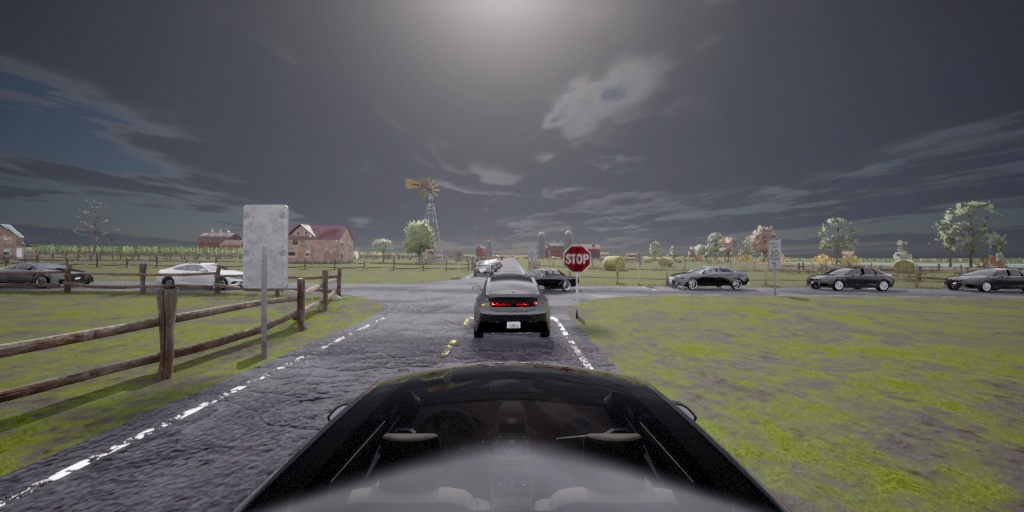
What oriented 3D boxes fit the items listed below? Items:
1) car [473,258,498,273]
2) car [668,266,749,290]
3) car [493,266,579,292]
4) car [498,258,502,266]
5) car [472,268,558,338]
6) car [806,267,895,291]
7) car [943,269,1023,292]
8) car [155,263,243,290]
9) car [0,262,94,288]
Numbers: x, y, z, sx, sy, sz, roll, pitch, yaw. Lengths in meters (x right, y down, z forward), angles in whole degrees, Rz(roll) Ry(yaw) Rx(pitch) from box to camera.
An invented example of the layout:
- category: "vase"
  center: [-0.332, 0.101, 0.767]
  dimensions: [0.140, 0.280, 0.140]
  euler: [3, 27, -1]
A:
- category: "car"
  center: [-2.838, 1.243, 36.913]
  dimensions: [2.128, 1.511, 4.902]
  euler: [0, 0, 0]
- category: "car"
  center: [12.811, 1.397, 23.491]
  dimensions: [4.902, 1.511, 2.128]
  euler: [1, -1, -2]
- category: "car"
  center: [1.510, 1.369, 20.270]
  dimensions: [4.718, 1.301, 1.895]
  euler: [1, 0, -35]
- category: "car"
  center: [-2.825, 1.241, 46.359]
  dimensions: [2.128, 1.511, 4.902]
  euler: [0, 0, 0]
- category: "car"
  center: [-0.069, 1.256, 10.225]
  dimensions: [1.837, 1.490, 4.892]
  euler: [0, 0, -3]
- category: "car"
  center: [22.213, 1.499, 23.657]
  dimensions: [4.892, 1.490, 1.837]
  euler: [1, -1, -1]
- category: "car"
  center: [31.716, 1.587, 23.772]
  dimensions: [4.892, 1.490, 1.837]
  euler: [1, -1, -1]
- category: "car"
  center: [-17.233, 1.103, 20.192]
  dimensions: [4.674, 1.442, 1.812]
  euler: [1, -1, -1]
- category: "car"
  center: [-26.353, 1.048, 20.076]
  dimensions: [4.181, 1.385, 1.994]
  euler: [1, -1, -1]
